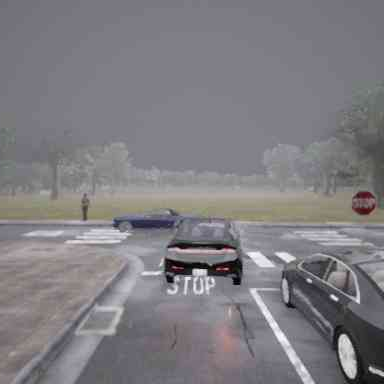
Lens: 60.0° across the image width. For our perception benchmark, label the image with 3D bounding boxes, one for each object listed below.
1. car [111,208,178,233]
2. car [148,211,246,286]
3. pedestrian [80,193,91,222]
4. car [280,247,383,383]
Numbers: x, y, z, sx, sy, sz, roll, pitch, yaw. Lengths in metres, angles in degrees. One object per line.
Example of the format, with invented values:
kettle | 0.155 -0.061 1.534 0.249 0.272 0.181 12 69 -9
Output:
car | -1.998 1.540 18.455 4.718 1.301 1.895 0 1 0
car | 0.465 1.476 9.410 2.128 1.511 4.902 0 0 7
pedestrian | -6.881 0.975 21.339 0.375 1.860 0.375 0 1 0
car | 2.621 1.541 5.160 2.008 1.369 4.403 -1 0 0
